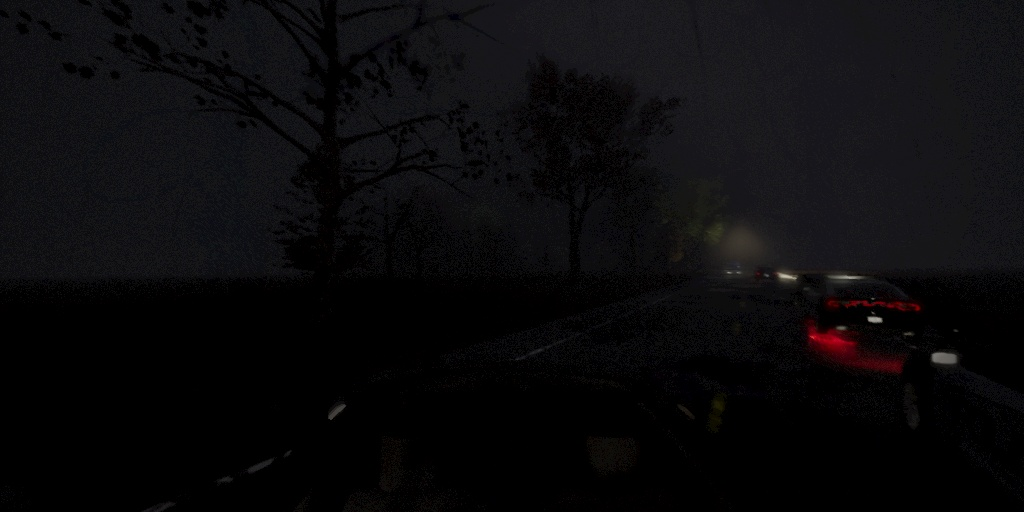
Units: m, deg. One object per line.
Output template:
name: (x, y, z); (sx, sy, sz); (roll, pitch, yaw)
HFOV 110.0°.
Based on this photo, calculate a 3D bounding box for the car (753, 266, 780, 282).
car: (25.535, 1.871, 35.940); (1.994, 1.385, 4.181); (0, -1, 34)

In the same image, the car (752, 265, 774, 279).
car: (31.339, 1.944, 44.903); (2.128, 1.511, 4.902); (0, -1, 33)

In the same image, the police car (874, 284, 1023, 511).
police car: (4.461, 1.207, 2.328); (1.930, 1.638, 5.238); (0, -1, 34)

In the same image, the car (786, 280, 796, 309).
car: (13.305, 1.493, 15.546); (1.837, 1.490, 4.892); (0, -1, 34)

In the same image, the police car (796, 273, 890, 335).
police car: (10.035, 1.336, 10.641); (1.930, 1.638, 5.238); (0, -1, 34)
